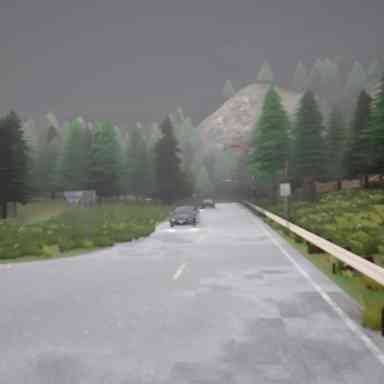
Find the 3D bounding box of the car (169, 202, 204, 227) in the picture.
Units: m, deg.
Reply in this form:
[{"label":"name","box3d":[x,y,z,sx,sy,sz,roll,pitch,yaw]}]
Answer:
[{"label":"car","box3d":[-0.457,1.747,24.481,1.837,1.490,4.892,-2,0,7]}]

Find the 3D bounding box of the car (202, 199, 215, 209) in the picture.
[{"label":"car","box3d":[2.456,1.770,49.767,1.812,1.442,4.674,-2,0,7]}]
